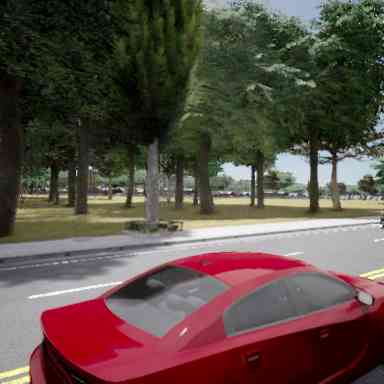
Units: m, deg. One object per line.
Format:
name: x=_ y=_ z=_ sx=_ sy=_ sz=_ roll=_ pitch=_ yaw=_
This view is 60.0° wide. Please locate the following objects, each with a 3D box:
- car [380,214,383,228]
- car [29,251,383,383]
car: x=14.203 y=1.585 z=21.769 sx=4.902 sy=1.511 sz=2.128 roll=1 pitch=0 yaw=-35
car: x=0.820 y=1.481 z=4.021 sx=5.008 sy=1.535 sz=1.882 roll=0 pitch=0 yaw=-35
